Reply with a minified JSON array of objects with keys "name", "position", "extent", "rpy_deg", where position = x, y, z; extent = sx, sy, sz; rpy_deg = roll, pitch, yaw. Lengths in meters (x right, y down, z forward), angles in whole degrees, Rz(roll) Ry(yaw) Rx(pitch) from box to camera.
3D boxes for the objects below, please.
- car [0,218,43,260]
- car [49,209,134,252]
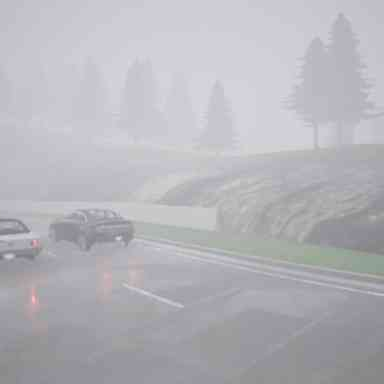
[{"name":"car","position":[-6.725,1.536,11.172],"extent":[1.895,1.301,4.718],"rpy_deg":[0,0,-42]},{"name":"car","position":[-4.272,1.440,13.725],"extent":[2.128,1.511,4.902],"rpy_deg":[0,0,-43]}]
